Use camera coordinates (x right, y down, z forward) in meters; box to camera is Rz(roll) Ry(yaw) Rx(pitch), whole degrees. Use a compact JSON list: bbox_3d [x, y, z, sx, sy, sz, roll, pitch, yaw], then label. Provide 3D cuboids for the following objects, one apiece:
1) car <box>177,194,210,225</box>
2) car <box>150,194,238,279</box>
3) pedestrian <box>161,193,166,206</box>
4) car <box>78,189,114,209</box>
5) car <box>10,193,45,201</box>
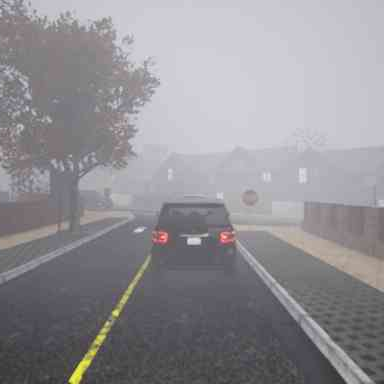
[{"bbox_3d":[-0.007,1.206,25.592,2.150,2.045,5.566,2,-1,-3],"label":"car"},{"bbox_3d":[0.037,1.201,10.127,2.150,2.045,5.566,0,0,0],"label":"car"},{"bbox_3d":[-3.326,1.005,37.975,0.375,1.860,0.375,-1,-5,32],"label":"pedestrian"},{"bbox_3d":[-10.985,0.767,35.832,5.566,2.045,2.150,2,0,32],"label":"car"},{"bbox_3d":[-20.699,0.709,41.839,5.357,1.411,2.033,2,0,32],"label":"car"}]
